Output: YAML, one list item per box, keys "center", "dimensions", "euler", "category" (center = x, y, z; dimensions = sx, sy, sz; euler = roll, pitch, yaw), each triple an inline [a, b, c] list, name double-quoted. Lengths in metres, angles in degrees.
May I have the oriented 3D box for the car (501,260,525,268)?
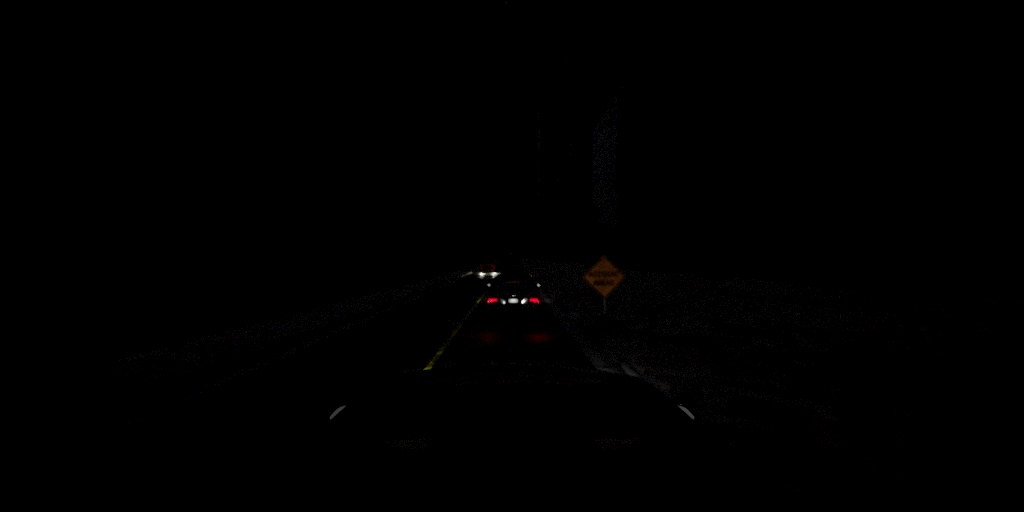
- center: [0.060, 1.352, 32.790]
  dimensions: [1.837, 1.490, 4.892]
  euler: [0, 0, 0]
  category: "car"

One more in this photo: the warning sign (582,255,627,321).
- center: [2.711, 0.892, 10.496]
  dimensions: [1.300, 1.860, 1.060]
  euler: [0, 0, 0]
  category: "warning sign"

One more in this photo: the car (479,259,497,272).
- center: [-3.127, 1.249, 47.720]
  dimensions: [2.097, 1.767, 4.553]
  euler: [0, 0, 0]
  category: "car"

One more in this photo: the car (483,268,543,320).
- center: [0.055, 1.331, 12.729]
  dimensions: [2.033, 1.411, 5.357]
  euler: [0, 0, 0]
  category: "car"
